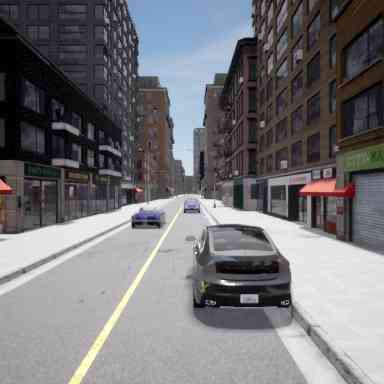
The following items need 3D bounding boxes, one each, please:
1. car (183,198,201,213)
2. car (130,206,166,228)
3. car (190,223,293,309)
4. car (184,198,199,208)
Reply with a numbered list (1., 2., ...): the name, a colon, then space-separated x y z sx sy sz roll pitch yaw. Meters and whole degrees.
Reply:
1. car: 0.001 1.537 37.042 2.033 1.411 5.357 0 0 0
2. car: -2.796 1.598 21.981 1.895 1.301 4.718 0 0 0
3. car: 0.940 1.507 7.886 1.837 1.490 4.892 0 0 0
4. car: -0.094 1.545 47.469 1.994 1.385 4.181 0 0 0
